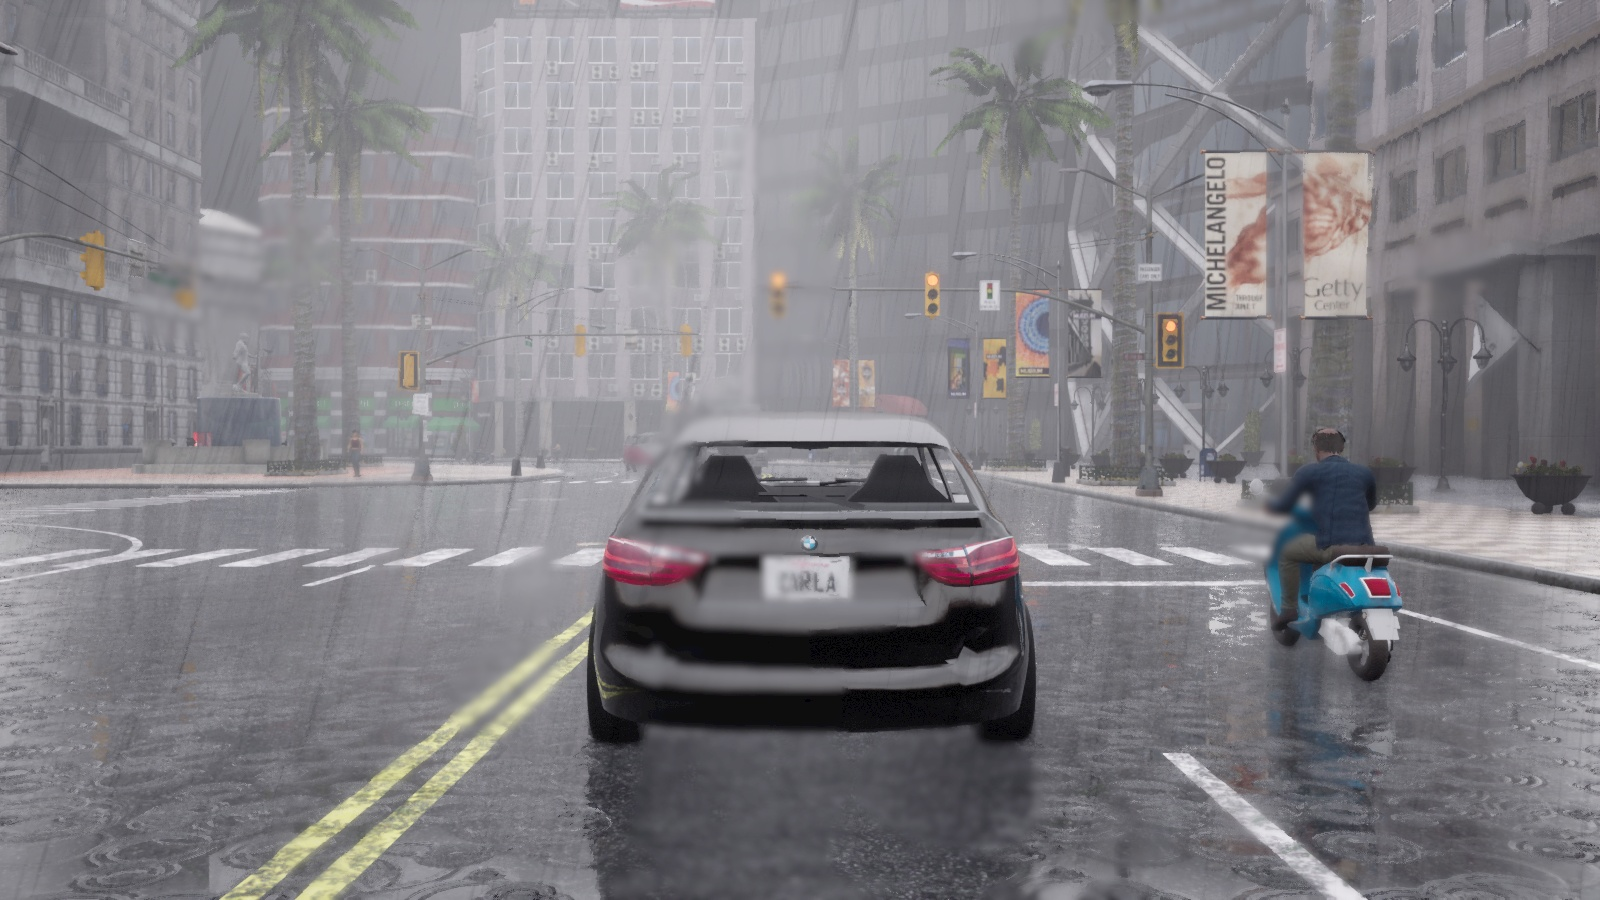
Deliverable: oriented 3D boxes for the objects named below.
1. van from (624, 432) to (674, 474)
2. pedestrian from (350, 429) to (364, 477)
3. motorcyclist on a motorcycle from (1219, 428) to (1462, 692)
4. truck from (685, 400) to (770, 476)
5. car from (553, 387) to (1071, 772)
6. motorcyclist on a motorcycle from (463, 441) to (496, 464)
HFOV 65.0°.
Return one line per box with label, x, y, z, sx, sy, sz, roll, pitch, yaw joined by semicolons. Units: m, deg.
van;-7.601;0.138;62.865;1.775;1.987;4.442;0;0;-16
pedestrian;-16.915;0.119;47.979;0.345;1.836;0.594;0;0;-1
motorcyclist on a motorcycle;3.552;0.655;8.461;0.866;1.590;1.817;0;0;1
truck;-3.689;-0.586;61.509;2.891;3.462;7.936;0;0;-13
car;0.062;0.547;7.745;2.242;1.667;4.611;0;0;0
motorcyclist on a motorcycle;-23.105;0.167;90.534;2.350;1.649;0.766;0;1;26
